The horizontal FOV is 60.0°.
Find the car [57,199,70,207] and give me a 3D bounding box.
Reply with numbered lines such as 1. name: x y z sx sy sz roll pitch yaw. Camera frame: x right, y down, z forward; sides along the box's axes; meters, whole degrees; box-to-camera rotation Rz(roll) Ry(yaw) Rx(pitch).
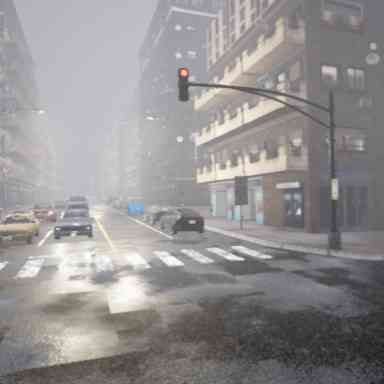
1. car: -22.897 1.931 59.322 2.008 1.369 4.403 0 0 -18

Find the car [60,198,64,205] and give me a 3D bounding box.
1. car: -19.320 1.860 48.619 1.887 1.381 4.507 0 0 -18

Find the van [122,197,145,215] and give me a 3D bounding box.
1. van: -6.006 1.479 35.221 1.690 1.788 3.998 0 0 -18

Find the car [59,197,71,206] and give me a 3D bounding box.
1. car: -24.684 1.852 64.674 1.967 1.590 4.097 0 0 -18

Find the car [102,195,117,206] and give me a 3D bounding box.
1. car: -14.948 1.612 61.979 2.192 1.841 5.009 0 0 -18

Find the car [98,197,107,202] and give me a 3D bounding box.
1. car: -23.891 2.010 88.736 2.008 1.369 4.403 0 0 -18

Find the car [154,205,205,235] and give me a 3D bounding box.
1. car: -0.643 1.610 19.165 1.947 1.339 4.313 0 0 -18

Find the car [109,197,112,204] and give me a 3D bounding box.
1. car: -11.373 1.815 51.274 1.802 1.307 4.206 0 0 -18

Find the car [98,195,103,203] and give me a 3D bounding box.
1. car: -20.314 1.945 78.033 2.008 1.369 4.403 0 0 -18

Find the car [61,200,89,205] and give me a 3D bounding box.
1. car: -9.591 1.687 27.653 1.812 1.442 4.674 -1 0 -18

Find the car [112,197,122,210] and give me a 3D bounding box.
1. car: -9.638 1.727 46.084 1.752 1.417 4.829 0 0 -18

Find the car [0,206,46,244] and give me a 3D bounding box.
1. car: -8.535 1.651 16.347 1.752 1.417 4.829 1 0 -18

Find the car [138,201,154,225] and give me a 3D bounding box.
1. car: -2.431 1.626 24.516 2.008 1.369 4.403 0 0 -18

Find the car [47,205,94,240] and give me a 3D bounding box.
1. car: -6.459 1.654 18.258 2.033 1.411 5.357 -1 0 -19

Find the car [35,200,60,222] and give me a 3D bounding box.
1. car: -12.166 1.629 27.213 1.967 1.590 4.097 1 0 -18

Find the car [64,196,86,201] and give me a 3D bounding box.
1. car: -12.968 1.442 37.847 2.150 2.045 5.566 -1 0 -18
